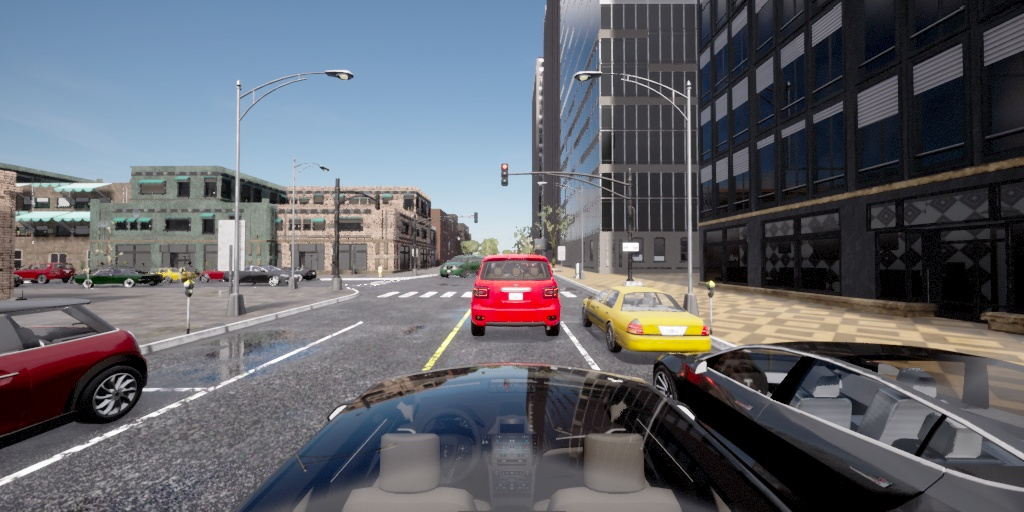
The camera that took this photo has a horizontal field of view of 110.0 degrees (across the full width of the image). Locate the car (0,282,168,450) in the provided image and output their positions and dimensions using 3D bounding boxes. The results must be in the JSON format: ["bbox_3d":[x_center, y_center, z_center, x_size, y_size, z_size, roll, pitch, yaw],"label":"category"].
[{"bbox_3d":[-5.693,1.190,2.843,1.967,1.591,4.097,0,0,0],"label":"car"}]

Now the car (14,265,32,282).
[{"bbox_3d":[-38.508,1.591,25.901,4.892,1.490,1.837,-1,-1,1],"label":"car"}]

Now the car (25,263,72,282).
[{"bbox_3d":[-41.672,1.522,31.704,5.009,1.841,2.192,0,0,1],"label":"car"}]

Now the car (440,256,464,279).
[{"bbox_3d":[-4.541,0.983,33.570,2.150,2.045,5.566,1,0,19],"label":"car"}]

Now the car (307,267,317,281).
[{"bbox_3d":[-19.481,1.561,31.472,4.313,1.339,1.948,0,0,1],"label":"car"}]

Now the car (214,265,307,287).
[{"bbox_3d":[-17.892,1.381,25.691,4.902,1.511,2.128,-1,-1,2],"label":"car"}]

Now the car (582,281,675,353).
[{"bbox_3d":[2.812,1.277,8.622,1.751,1.417,4.829,0,0,0],"label":"car"}]

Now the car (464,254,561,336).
[{"bbox_3d":[0.080,0.975,10.497,2.150,2.045,5.566,0,0,0],"label":"car"}]

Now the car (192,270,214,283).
[{"bbox_3d":[-25.029,1.488,31.531,4.097,1.591,1.967,0,0,1],"label":"car"}]

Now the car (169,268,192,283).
[{"bbox_3d":[-30.747,1.627,31.590,4.829,1.417,1.751,0,0,1],"label":"car"}]

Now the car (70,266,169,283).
[{"bbox_3d":[-28.095,1.587,25.779,4.718,1.301,1.895,-1,-1,1],"label":"car"}]

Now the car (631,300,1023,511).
[{"bbox_3d":[2.655,1.316,2.809,1.948,1.339,4.313,0,0,0],"label":"car"}]

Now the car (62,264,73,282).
[{"bbox_3d":[-32.670,1.584,29.027,4.892,1.490,1.837,-1,-1,1],"label":"car"}]

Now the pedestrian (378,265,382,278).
[{"bbox_3d":[-12.620,1.398,34.355,0.375,1.300,0.375,0,0,1],"label":"pedestrian"}]
